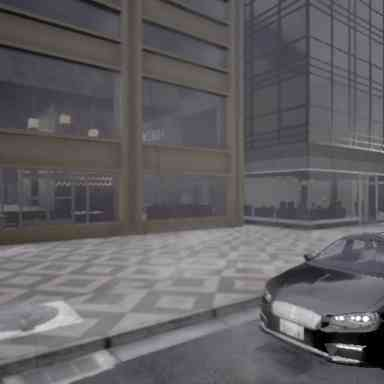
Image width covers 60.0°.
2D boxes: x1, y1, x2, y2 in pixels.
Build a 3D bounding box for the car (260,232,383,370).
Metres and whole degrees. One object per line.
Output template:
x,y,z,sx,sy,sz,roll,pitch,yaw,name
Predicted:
3.262,1.504,5.732,4.902,1.511,2.128,0,0,-36,car
